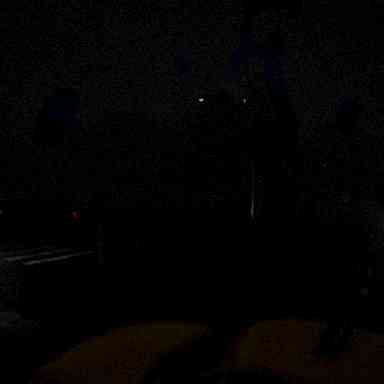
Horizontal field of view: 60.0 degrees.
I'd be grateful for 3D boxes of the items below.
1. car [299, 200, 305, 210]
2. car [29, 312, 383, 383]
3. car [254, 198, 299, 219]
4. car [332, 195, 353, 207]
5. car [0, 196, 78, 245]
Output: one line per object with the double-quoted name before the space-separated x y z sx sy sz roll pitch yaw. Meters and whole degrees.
"car" 11.725 1.440 39.391 2.033 1.411 5.357 0 0 36
"car" 0.712 1.530 2.300 4.829 1.417 1.752 0 0 36
"car" 6.944 1.373 27.833 1.882 1.535 5.008 0 0 36
"car" 21.898 1.265 48.410 2.097 1.767 4.553 0 -1 36
"car" -7.297 1.220 13.254 2.150 2.045 5.566 0 0 36
